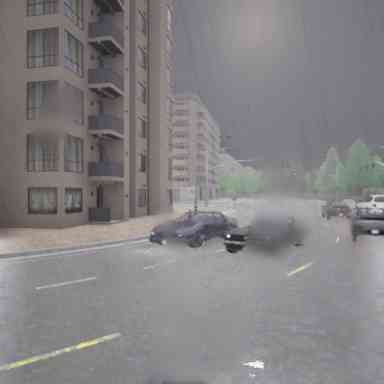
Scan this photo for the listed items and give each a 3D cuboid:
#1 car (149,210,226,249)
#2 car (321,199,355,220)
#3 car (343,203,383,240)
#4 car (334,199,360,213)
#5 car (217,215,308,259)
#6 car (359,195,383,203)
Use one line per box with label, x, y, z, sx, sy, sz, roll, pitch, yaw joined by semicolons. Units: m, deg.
car;0.354;1.564;15.130;2.033;1.411;5.357;0;0;32
car;12.310;1.549;28.529;1.837;1.490;4.892;0;0;14
car;8.968;1.519;16.749;2.128;1.511;4.902;0;0;23
car;18.306;1.590;39.395;1.812;1.442;4.674;0;0;13
car;3.018;1.618;12.988;1.895;1.301;4.718;0;0;32
car;16.148;1.272;29.176;2.150;2.045;5.566;0;0;12
